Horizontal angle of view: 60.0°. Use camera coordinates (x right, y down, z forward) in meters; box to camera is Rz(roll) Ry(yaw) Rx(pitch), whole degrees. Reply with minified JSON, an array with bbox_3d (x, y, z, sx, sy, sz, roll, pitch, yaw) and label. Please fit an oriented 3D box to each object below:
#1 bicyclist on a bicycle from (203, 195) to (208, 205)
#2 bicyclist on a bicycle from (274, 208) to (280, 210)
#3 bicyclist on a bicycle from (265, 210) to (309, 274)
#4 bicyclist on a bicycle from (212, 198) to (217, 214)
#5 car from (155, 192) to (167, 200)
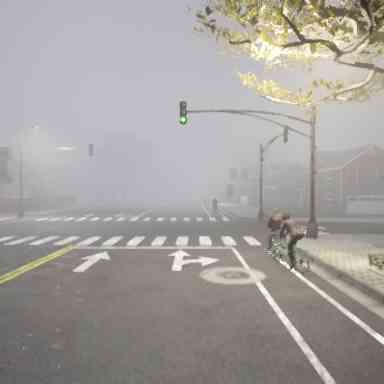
[{"bbox_3d":[2.295,1.330,55.748,0.866,1.612,1.509,0,0,0],"label":"bicyclist on a bicycle"},{"bbox_3d":[2.745,1.393,11.151,0.659,1.776,1.843,3,3,1],"label":"bicyclist on a bicycle"},{"bbox_3d":[2.804,1.453,9.521,0.582,1.620,1.656,-2,-1,-18],"label":"bicyclist on a bicycle"},{"bbox_3d":[2.266,1.400,32.978,0.582,1.620,1.656,0,0,0],"label":"bicyclist on a bicycle"},{"bbox_3d":[-6.469,0.844,69.099,2.097,1.767,4.553,0,0,0],"label":"car"}]
